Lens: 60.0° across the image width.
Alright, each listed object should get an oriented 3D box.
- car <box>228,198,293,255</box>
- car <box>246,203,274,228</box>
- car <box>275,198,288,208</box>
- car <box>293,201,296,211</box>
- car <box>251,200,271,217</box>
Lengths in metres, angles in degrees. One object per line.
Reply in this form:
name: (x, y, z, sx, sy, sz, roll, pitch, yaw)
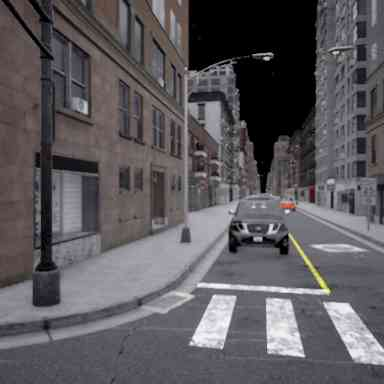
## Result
car: (2.837, 1.274, 14.108, 2.150, 2.045, 5.566, 0, 0, 12)
car: (4.948, 1.613, 24.131, 1.812, 1.442, 4.674, 0, 0, 11)
car: (14.131, 1.679, 52.667, 1.837, 1.490, 4.892, 0, 0, 12)
car: (12.158, 1.501, 43.017, 2.097, 1.767, 4.553, 0, 0, 12)
car: (7.078, 1.598, 34.166, 1.882, 1.535, 5.008, 0, 0, 12)
